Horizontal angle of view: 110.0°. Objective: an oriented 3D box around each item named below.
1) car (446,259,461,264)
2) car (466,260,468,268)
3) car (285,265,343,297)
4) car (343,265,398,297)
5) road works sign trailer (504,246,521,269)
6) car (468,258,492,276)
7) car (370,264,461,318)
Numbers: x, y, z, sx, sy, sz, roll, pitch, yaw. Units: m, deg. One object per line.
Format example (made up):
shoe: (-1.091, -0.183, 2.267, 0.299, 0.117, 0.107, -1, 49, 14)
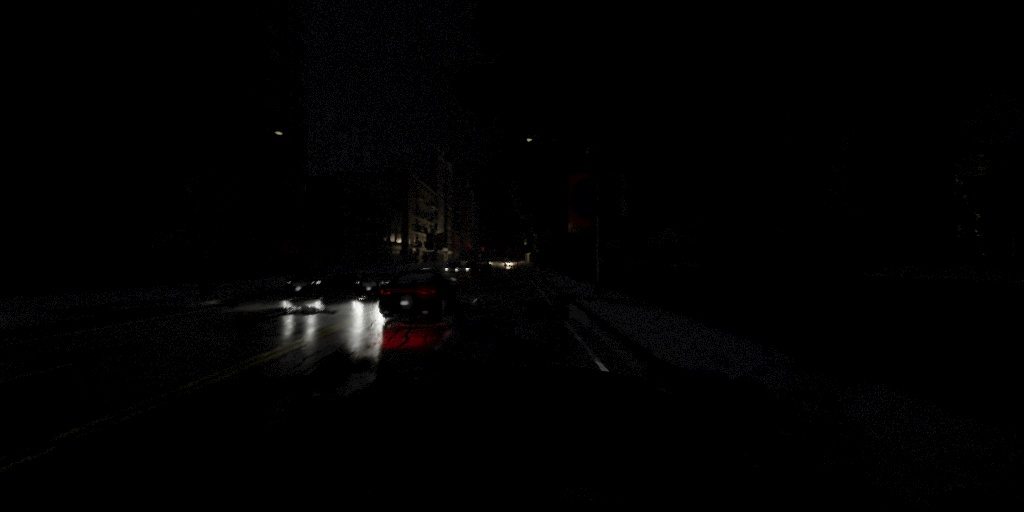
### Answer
car: (-9.794, 1.217, 60.368, 1.882, 1.535, 5.008, 0, 0, 1)
car: (-6.543, 1.092, 60.496, 2.097, 1.767, 4.553, 0, 0, 1)
car: (-9.853, 1.238, 18.985, 2.128, 1.511, 4.902, 0, 0, 0)
car: (-6.603, 1.238, 18.976, 2.128, 1.511, 4.902, 0, 0, 0)
road works sign trailer: (-0.014, 0.205, 57.533, 2.380, 3.560, 2.880, 0, 0, 0)
car: (-3.157, 1.222, 37.741, 1.882, 1.535, 5.008, 0, 0, 0)
car: (-3.153, 1.226, 13.009, 1.882, 1.535, 5.008, 0, 0, 0)
